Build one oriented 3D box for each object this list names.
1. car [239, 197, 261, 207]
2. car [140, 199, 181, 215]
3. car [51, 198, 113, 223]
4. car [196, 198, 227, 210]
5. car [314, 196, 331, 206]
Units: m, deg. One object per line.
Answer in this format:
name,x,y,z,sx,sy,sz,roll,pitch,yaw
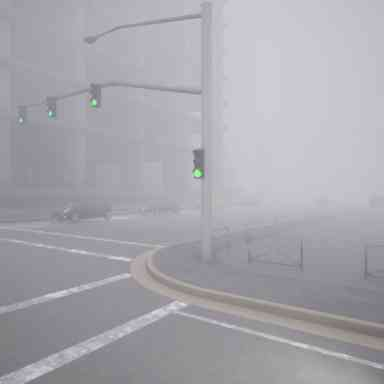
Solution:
car,8.675,1.465,49.329,1.812,1.442,4.674,0,0,36
car,-3.065,1.431,32.831,2.128,1.511,4.902,0,0,35
car,-8.329,1.292,25.407,2.097,1.767,4.553,0,0,36
car,2.385,1.417,40.518,1.882,1.535,5.008,0,0,36
car,21.844,1.419,55.548,1.882,1.535,5.008,0,0,35
